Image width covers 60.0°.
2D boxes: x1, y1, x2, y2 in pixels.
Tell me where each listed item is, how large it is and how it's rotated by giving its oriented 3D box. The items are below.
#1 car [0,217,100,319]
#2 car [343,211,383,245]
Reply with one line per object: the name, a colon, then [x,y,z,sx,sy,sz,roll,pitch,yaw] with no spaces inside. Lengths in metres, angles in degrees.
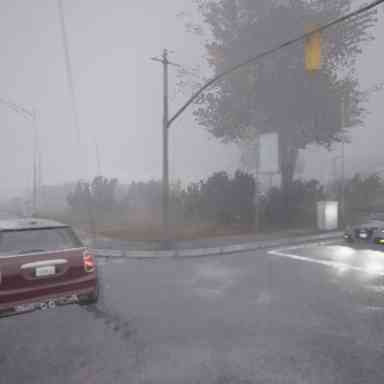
car: [-3.798,1.349,7.266,2.097,1.767,4.553,0,0,-39]
car: [8.367,1.523,14.263,4.181,1.385,1.994,0,0,-36]
